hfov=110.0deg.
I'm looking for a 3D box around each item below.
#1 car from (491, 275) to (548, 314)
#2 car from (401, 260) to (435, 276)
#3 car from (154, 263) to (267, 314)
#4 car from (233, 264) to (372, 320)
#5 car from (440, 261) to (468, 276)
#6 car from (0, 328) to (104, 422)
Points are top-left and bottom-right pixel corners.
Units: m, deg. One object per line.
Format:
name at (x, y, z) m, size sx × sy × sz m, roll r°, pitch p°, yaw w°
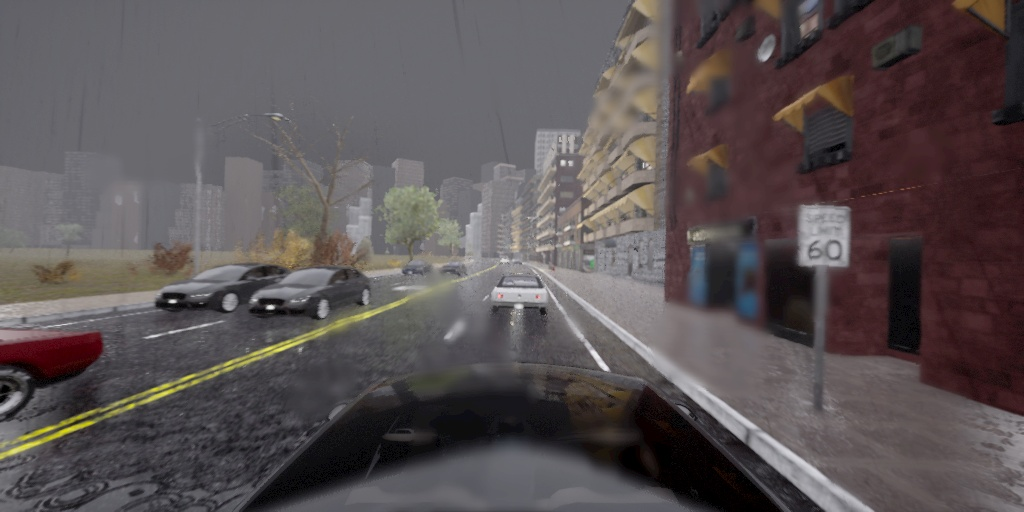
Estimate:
car at (0.315, 1.368, 13.967) m, size 1.895 × 1.301 × 4.718 m, roll 1°, pitch 0°, yaw 2°
car at (-8.803, 1.095, 34.167) m, size 2.033 × 1.411 × 5.357 m, roll 1°, pitch 0°, yaw 2°
car at (-9.578, 1.018, 12.625) m, size 1.837 × 1.490 × 4.892 m, roll 1°, pitch 1°, yaw 2°
car at (-6.349, 1.099, 11.963) m, size 1.837 × 1.490 × 4.892 m, roll 1°, pitch 1°, yaw 2°
car at (-5.522, 1.179, 34.865) m, size 2.033 × 1.411 × 5.357 m, roll 1°, pitch 0°, yaw 2°
car at (-6.628, 1.183, 2.643) m, size 1.895 × 1.301 × 4.718 m, roll 1°, pitch 0°, yaw 4°
